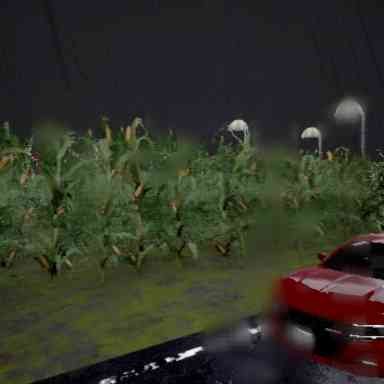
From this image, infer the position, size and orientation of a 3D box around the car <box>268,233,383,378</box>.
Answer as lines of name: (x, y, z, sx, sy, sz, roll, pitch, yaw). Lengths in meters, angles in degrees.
car: (3.386, 1.463, 5.492, 5.008, 1.535, 1.882, 0, 0, -36)
